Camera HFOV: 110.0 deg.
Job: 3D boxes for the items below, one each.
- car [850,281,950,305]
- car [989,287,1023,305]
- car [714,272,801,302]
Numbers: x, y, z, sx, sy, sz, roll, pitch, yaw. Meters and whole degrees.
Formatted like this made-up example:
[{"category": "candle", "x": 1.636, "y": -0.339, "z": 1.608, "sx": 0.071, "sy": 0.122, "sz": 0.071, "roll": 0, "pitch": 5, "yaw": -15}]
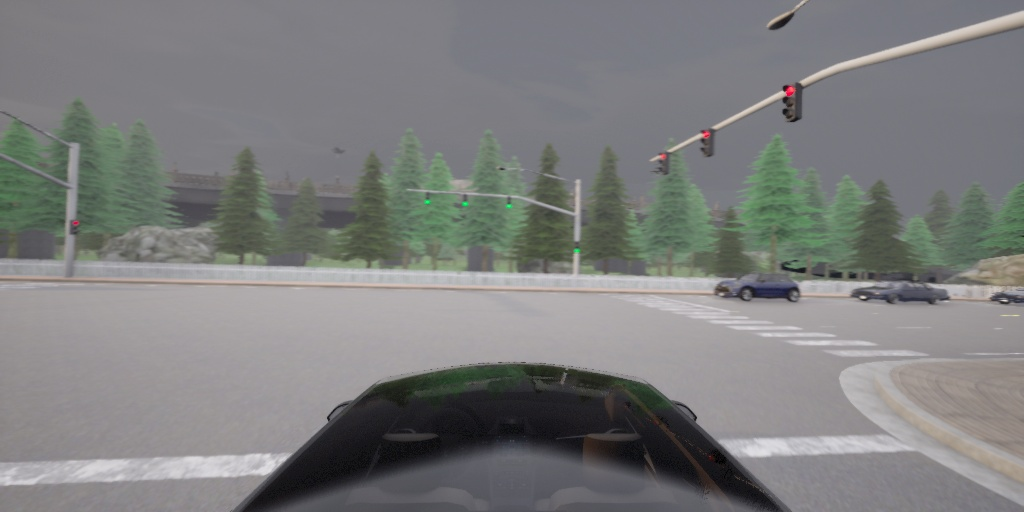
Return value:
[{"category": "car", "x": 24.772, "y": 2.300, "z": 22.915, "sx": 5.357, "sy": 1.411, "sz": 2.033, "roll": 2, "pitch": -1, "yaw": -7}, {"category": "car", "x": 35.164, "y": 2.638, "z": 23.561, "sx": 5.357, "sy": 1.411, "sz": 2.033, "roll": 2, "pitch": -1, "yaw": 2}, {"category": "car", "x": 14.705, "y": 1.770, "z": 21.654, "sx": 4.553, "sy": 1.767, "sz": 2.097, "roll": 2, "pitch": -1, "yaw": -7}]
